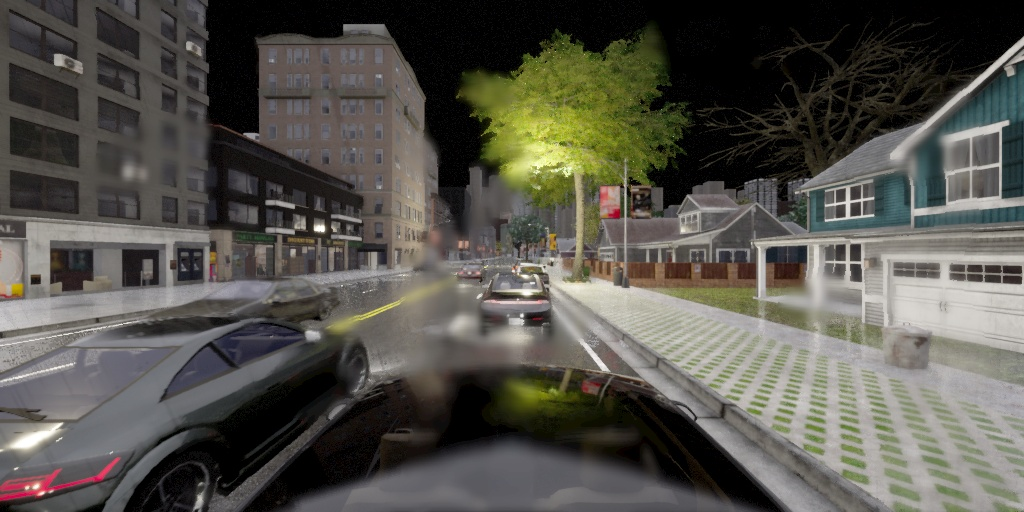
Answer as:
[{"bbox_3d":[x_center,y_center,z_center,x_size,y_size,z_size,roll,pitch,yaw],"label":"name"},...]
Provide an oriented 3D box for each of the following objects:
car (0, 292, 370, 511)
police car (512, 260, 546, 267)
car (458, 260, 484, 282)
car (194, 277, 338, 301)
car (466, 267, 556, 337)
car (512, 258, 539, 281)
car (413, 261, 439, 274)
[{"bbox_3d":[-3.145,1.313,3.765,1.994,1.385,4.181,0,0,0],"label":"car"},{"bbox_3d":[1.027,1.165,20.528,1.930,1.638,5.238,0,0,0],"label":"police car"},{"bbox_3d":[-3.074,1.279,28.396,2.033,1.411,5.357,0,0,0],"label":"car"},{"bbox_3d":[-6.578,1.295,9.582,2.033,1.411,5.357,0,0,0],"label":"car"},{"bbox_3d":[0.122,1.239,10.278,2.128,1.511,4.902,0,0,0],"label":"car"},{"bbox_3d":[1.055,1.081,30.388,2.097,1.767,4.553,0,0,0],"label":"car"},{"bbox_3d":[-9.741,1.267,41.111,2.033,1.411,5.357,0,0,0],"label":"car"}]
